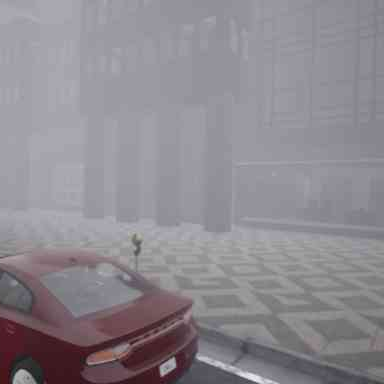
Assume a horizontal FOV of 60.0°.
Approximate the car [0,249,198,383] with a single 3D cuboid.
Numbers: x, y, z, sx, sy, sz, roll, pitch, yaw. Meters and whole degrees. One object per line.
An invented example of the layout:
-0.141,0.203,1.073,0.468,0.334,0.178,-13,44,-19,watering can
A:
-2.040,1.450,4.418,4.507,1.381,1.887,2,1,35,car
